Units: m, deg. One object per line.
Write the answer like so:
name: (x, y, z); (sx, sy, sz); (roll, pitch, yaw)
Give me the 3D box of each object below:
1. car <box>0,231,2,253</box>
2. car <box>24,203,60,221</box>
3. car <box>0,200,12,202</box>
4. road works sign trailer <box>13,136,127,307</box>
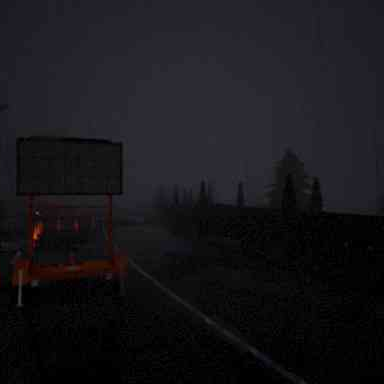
car: (-7.250, 1.496, 10.334); (1.882, 1.535, 5.008); (0, 0, -22)
car: (-12.199, 1.604, 27.286); (1.994, 1.385, 4.181); (0, 0, -11)
car: (-24.655, 1.671, 43.334); (1.895, 1.301, 4.718); (0, 0, -2)
road works sign trailer: (-2.960, 0.475, 8.227); (2.380, 3.560, 2.880); (0, 0, -21)
